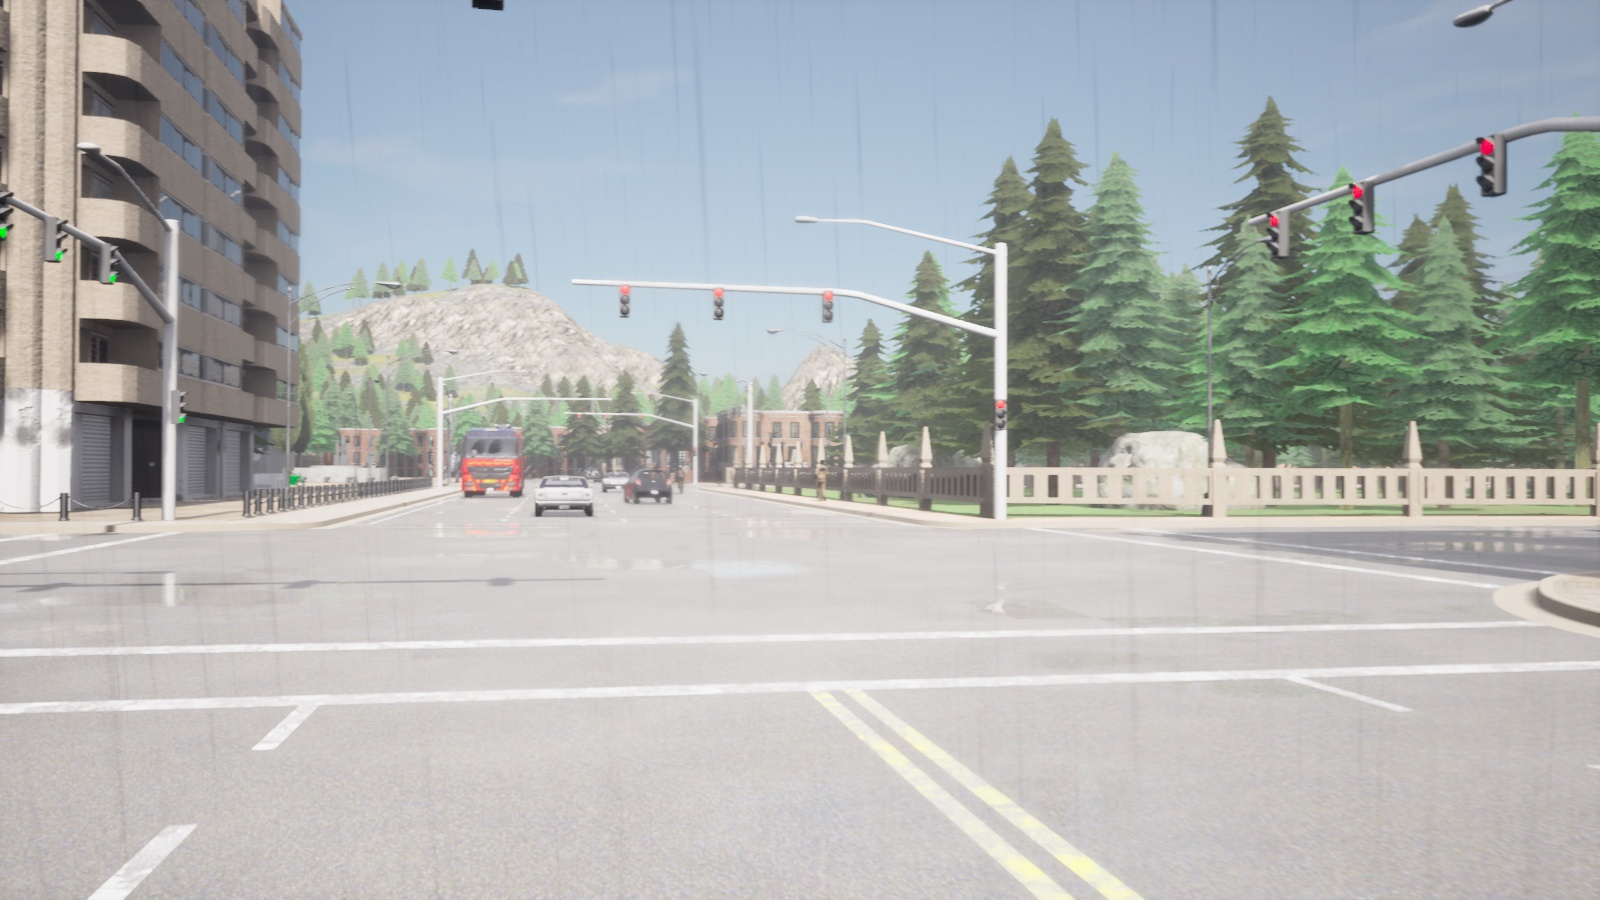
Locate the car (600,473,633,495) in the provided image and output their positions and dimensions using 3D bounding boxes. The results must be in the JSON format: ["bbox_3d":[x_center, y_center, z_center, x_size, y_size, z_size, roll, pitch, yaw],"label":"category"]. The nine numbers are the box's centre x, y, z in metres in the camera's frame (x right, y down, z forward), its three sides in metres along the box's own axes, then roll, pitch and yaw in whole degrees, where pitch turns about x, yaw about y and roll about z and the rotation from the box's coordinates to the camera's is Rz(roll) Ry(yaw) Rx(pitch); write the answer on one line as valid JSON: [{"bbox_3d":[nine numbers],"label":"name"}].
[{"bbox_3d":[-11.788,2.164,80.567,1.895,1.301,4.718,0,-1,-11],"label":"car"}]

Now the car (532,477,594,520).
[{"bbox_3d":[-7.833,1.565,41.521,1.895,1.301,4.718,0,-1,-11],"label":"car"}]

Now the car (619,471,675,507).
[{"bbox_3d":[-6.773,1.678,55.296,1.845,1.501,3.633,0,-1,-17],"label":"car"}]

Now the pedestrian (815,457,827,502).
[{"bbox_3d":[0.901,1.275,54.499,0.396,1.930,0.692,0,-1,-10],"label":"pedestrian"}]

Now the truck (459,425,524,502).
[{"bbox_3d":[-16.302,0.716,66.839,2.891,3.827,8.468,0,-1,-11],"label":"truck"}]
